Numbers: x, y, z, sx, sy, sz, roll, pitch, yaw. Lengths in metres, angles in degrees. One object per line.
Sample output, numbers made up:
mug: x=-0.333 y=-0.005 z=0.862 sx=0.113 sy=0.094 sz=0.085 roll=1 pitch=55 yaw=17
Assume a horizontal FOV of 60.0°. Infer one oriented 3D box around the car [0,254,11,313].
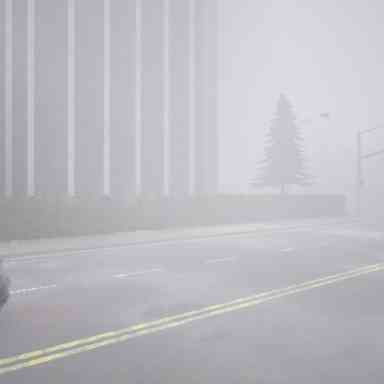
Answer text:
car: x=-5.267 y=1.504 z=4.536 sx=4.892 sy=1.490 sz=1.837 roll=0 pitch=0 yaw=-36
